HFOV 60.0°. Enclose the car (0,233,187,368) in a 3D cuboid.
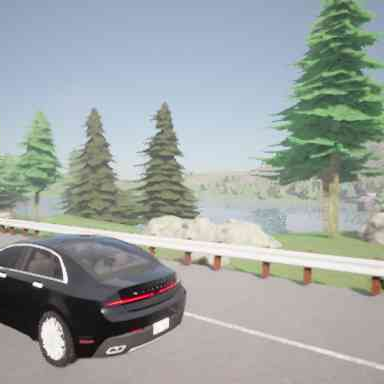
[{"bbox_3d":[-2.348,1.490,5.787,4.892,1.490,1.837,0,0,36],"label":"car"}]
